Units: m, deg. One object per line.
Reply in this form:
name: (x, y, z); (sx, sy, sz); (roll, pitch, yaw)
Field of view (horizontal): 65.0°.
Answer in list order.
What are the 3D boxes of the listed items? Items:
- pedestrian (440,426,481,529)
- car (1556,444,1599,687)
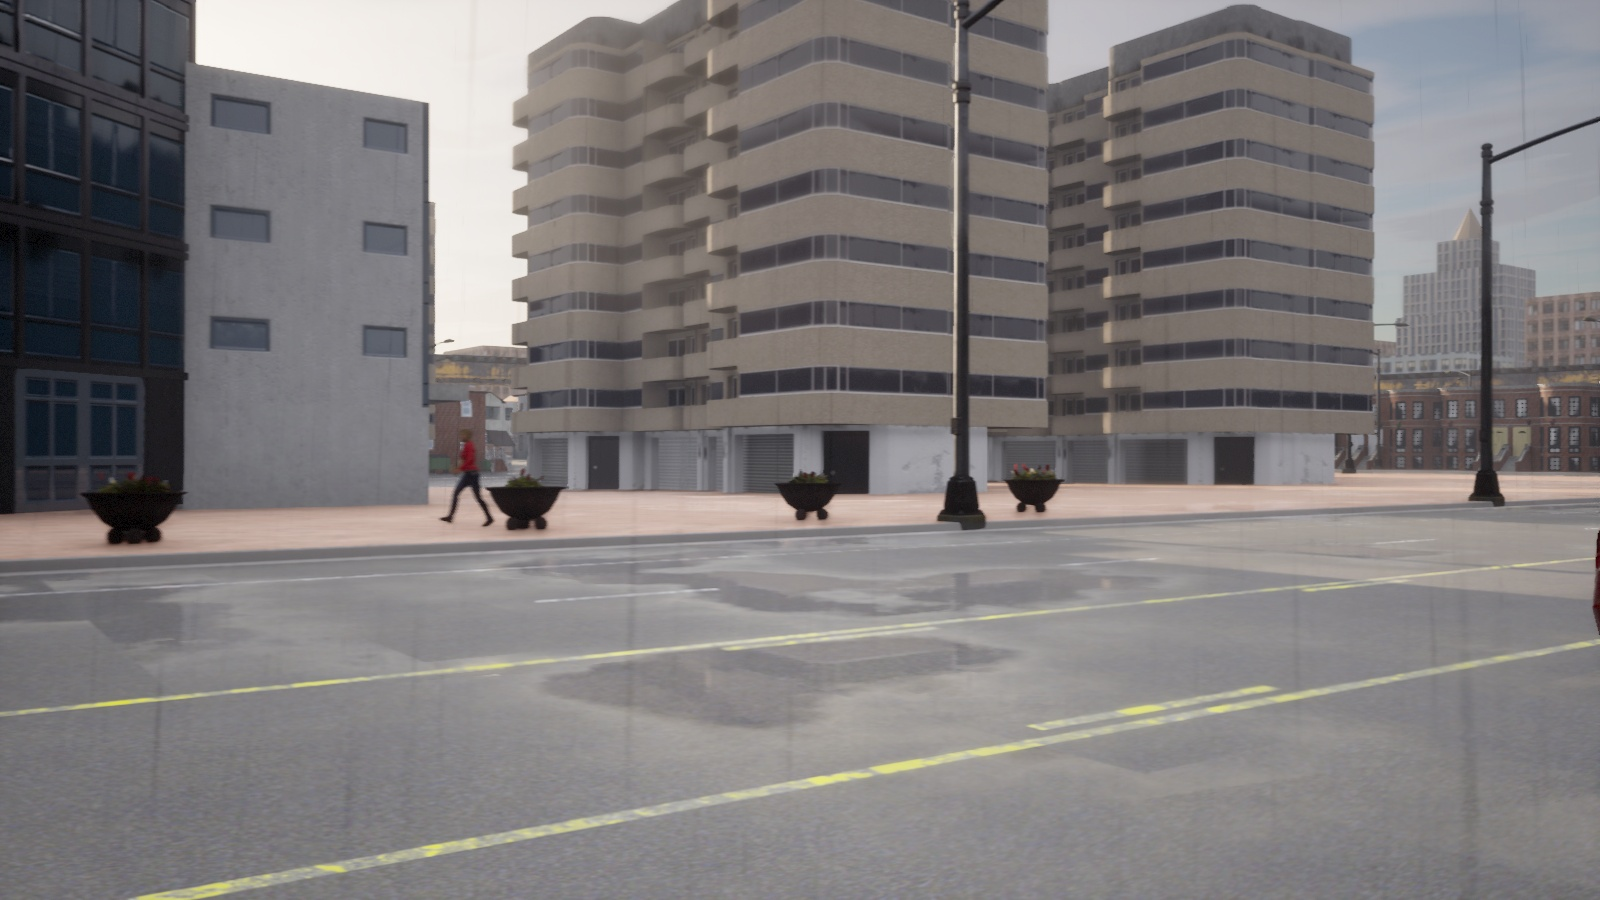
pedestrian: (-6.172, 0.499, 22.836); (0.636, 1.846, 0.331); (0, 0, -33)
car: (7.498, 0.728, 8.781); (5.008, 1.535, 1.882); (0, 0, -34)
